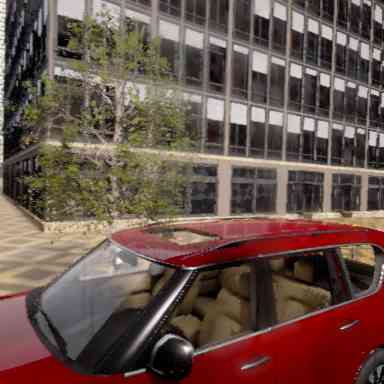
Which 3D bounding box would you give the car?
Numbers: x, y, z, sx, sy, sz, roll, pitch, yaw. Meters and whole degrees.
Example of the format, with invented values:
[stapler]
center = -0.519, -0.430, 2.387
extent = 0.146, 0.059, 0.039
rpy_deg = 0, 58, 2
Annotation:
[car]
center = -0.001, 1.224, 2.960
extent = 5.009, 1.841, 2.192
rpy_deg = 1, 2, -33
